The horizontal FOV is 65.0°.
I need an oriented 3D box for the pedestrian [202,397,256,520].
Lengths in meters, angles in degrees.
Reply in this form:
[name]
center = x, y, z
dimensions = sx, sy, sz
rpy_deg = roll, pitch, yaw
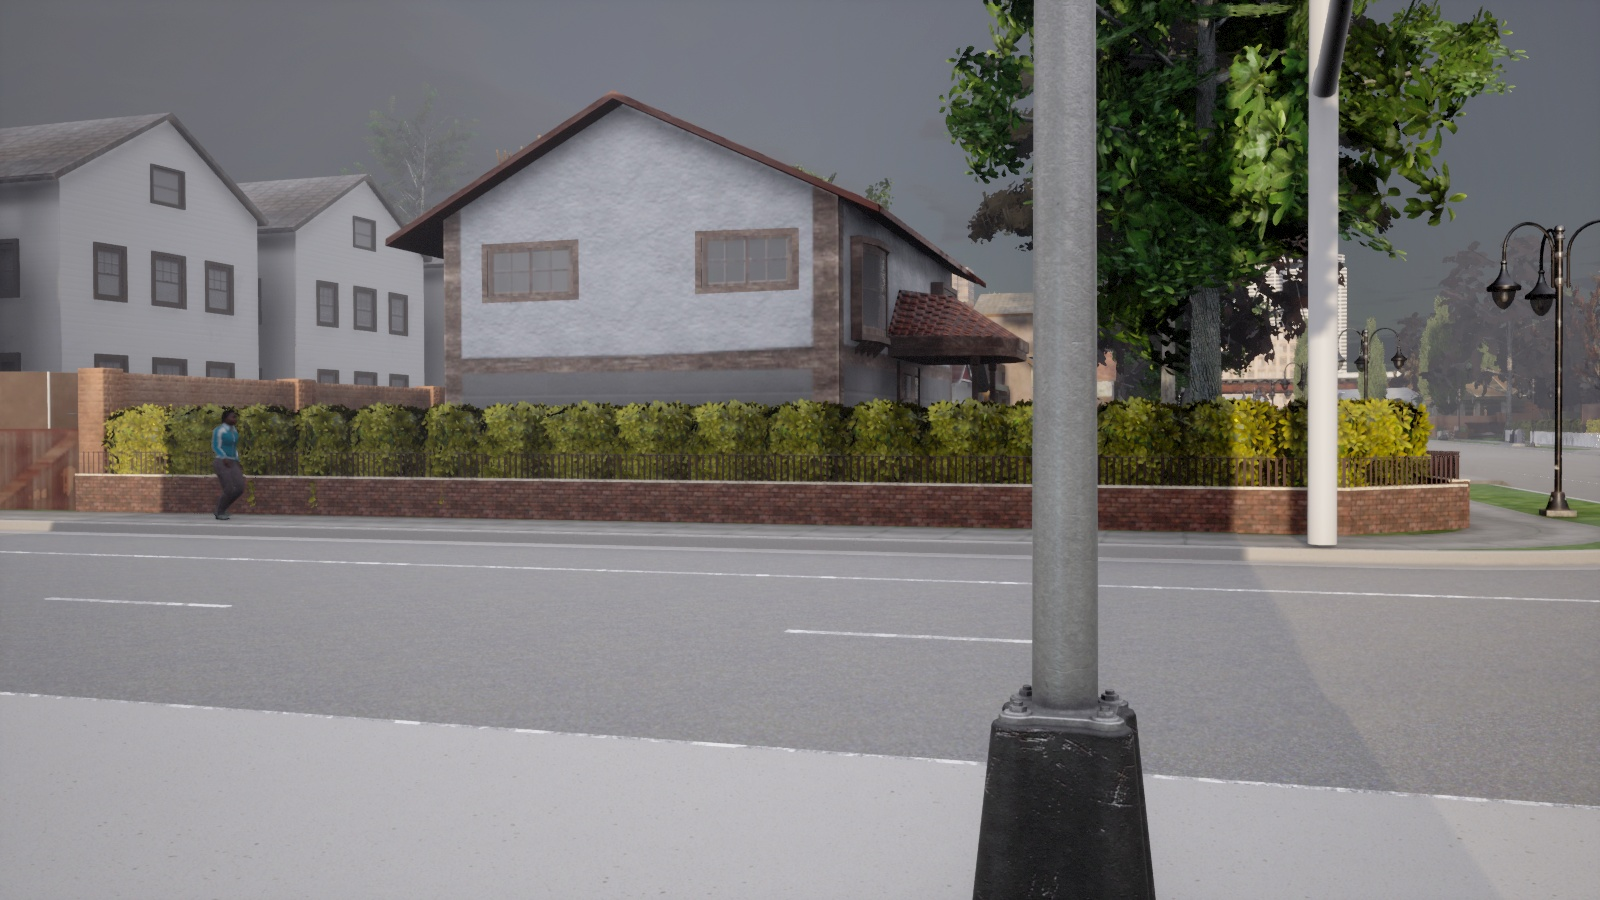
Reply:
[pedestrian]
center = -9.111, 0.126, 20.042
dimensions = 0.692, 1.930, 0.396
rpy_deg = 0, 1, 16
